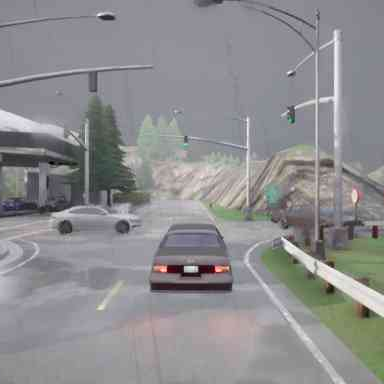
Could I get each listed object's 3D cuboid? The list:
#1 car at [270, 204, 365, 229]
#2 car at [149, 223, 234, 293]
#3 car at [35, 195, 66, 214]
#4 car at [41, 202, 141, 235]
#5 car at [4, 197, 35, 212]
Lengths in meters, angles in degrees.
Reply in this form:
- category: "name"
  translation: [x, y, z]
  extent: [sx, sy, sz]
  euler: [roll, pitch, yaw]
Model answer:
- category: "car"
  translation: [6.381, 1.357, 17.598]
  extent: [2.033, 1.411, 5.357]
  euler: [0, 0, -23]
- category: "car"
  translation: [0.032, 1.547, 8.978]
  extent: [2.033, 1.411, 5.357]
  euler: [0, 0, 1]
- category: "car"
  translation: [-14.600, 1.310, 35.292]
  extent: [1.905, 1.878, 3.866]
  euler: [0, 0, -1]
- category: "car"
  translation: [-5.025, 1.414, 17.444]
  extent: [4.674, 1.442, 1.812]
  euler: [0, 0, -1]
- category: "car"
  translation: [-20.315, 1.477, 39.558]
  extent: [2.242, 1.667, 4.611]
  euler: [0, 0, -1]
